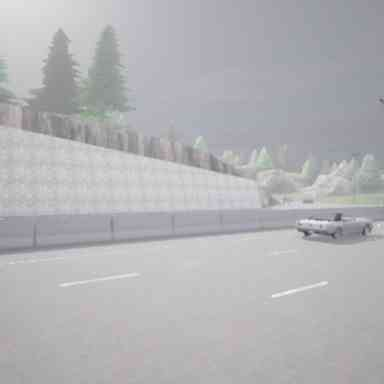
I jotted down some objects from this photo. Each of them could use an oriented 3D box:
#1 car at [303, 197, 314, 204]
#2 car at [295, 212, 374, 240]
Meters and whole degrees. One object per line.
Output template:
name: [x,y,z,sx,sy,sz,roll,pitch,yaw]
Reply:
car: [26.622,1.985,75.991,1.882,1.535,5.008,0,0,12]
car: [7.770,1.729,17.898,4.718,1.301,1.895,1,0,-36]
